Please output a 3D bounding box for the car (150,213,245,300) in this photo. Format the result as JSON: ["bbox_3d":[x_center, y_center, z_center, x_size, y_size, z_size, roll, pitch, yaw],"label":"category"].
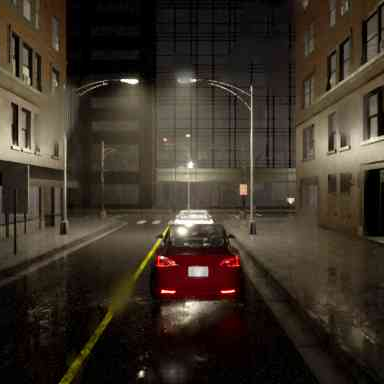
[{"bbox_3d":[0.107,1.504,8.449,2.163,1.488,4.792,0,0,0],"label":"car"}]

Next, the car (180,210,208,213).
[{"bbox_3d":[0.096,1.602,17.464,1.895,1.301,4.718,0,0,0],"label":"car"}]
